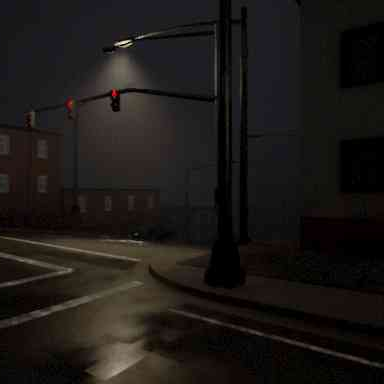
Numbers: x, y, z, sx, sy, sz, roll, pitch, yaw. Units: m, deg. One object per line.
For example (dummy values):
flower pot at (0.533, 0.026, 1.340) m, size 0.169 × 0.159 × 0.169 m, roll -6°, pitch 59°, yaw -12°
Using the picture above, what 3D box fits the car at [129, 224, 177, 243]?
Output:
car at (-2.979, 3.230, 26.335) m, size 1.994 × 1.385 × 4.181 m, roll 0°, pitch -8°, yaw 36°
